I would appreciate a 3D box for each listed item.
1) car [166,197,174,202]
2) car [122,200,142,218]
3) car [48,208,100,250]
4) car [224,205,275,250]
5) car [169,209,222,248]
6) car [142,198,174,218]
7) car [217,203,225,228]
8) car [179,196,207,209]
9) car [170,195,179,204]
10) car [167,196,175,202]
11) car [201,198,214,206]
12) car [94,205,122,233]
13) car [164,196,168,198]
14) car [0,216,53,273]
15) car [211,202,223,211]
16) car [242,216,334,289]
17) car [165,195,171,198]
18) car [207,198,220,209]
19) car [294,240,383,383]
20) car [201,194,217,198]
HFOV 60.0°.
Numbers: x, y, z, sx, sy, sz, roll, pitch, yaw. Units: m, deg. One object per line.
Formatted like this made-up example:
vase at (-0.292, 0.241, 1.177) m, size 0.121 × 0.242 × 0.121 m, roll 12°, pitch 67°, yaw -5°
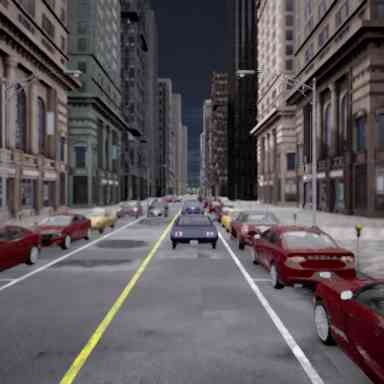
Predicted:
car at (-5.801, 1.947, 87.550) m, size 1.947 × 1.339 × 4.313 m, roll 0°, pitch 0°, yaw 0°
car at (-5.779, 1.575, 31.530) m, size 1.967 × 1.590 × 4.097 m, roll 0°, pitch 0°, yaw 0°
car at (-5.771, 1.608, 14.722) m, size 1.887 × 1.381 × 4.507 m, roll 0°, pitch 0°, yaw 0°
car at (2.753, 1.504, 14.735) m, size 1.967 × 1.590 × 4.097 m, roll 0°, pitch 0°, yaw 0°
car at (0.091, 1.665, 15.071) m, size 1.895 × 1.301 × 4.718 m, roll 0°, pitch 0°, yaw 0°
car at (-3.110, 1.626, 31.460) m, size 2.128 × 1.511 × 4.902 m, roll 0°, pitch 0°, yaw 0°
car at (2.751, 1.613, 20.506) m, size 1.752 × 1.417 × 4.829 m, roll 0°, pitch 0°, yaw 0°
car at (0.084, 1.488, 31.732) m, size 2.097 × 1.767 × 4.553 m, roll 0°, pitch 0°, yaw 0°
car at (-3.030, 1.848, 72.665) m, size 2.033 × 1.411 × 5.357 m, roll 0°, pitch 0°, yaw 0°
car at (-5.804, 1.847, 93.152) m, size 1.967 × 1.590 × 4.097 m, roll 0°, pitch 0°, yaw 0°
car at (2.735, 1.823, 59.548) m, size 1.947 × 1.339 × 4.313 m, roll 0°, pitch 0°, yaw 0°
car at (-5.774, 1.611, 20.155) m, size 1.752 × 1.417 × 4.829 m, roll 0°, pitch 0°, yaw 0°
car at (-5.790, 1.802, 59.539) m, size 1.887 × 1.381 × 4.507 m, roll 0°, pitch 0°, yaw 0°
car at (-5.769, 1.584, 9.121) m, size 1.887 × 1.381 × 4.507 m, roll 0°, pitch 0°, yaw 0°
car at (2.750, 1.693, 25.938) m, size 1.802 × 1.307 × 4.206 m, roll 0°, pitch 0°, yaw 0°
car at (2.756, 1.584, 9.133) m, size 1.887 × 1.381 × 4.507 m, roll 0°, pitch 0°, yaw 0°
car at (-5.800, 1.671, 81.949) m, size 2.192 × 1.841 × 5.009 m, roll 0°, pitch 0°, yaw 0°
car at (2.745, 1.704, 37.141) m, size 1.887 × 1.381 × 4.507 m, roll 0°, pitch 0°, yaw 0°
car at (2.759, 1.560, 3.530) m, size 1.887 × 1.381 × 4.507 m, roll 0°, pitch 0°, yaw 0°
car at (2.739, 1.523, 48.346) m, size 2.192 × 1.841 × 5.009 m, roll 0°, pitch 0°, yaw 0°
